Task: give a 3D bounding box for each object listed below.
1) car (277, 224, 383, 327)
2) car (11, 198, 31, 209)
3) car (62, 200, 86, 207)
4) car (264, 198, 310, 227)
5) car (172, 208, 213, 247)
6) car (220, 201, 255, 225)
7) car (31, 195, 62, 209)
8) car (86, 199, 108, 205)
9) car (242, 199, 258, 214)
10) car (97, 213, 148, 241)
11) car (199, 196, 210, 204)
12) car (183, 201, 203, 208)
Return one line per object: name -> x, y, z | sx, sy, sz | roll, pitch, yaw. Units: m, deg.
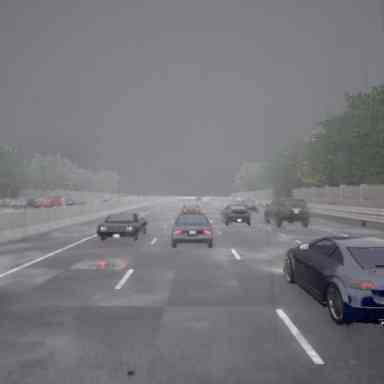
car -> 3.454, 1.654, 7.279 | 1.994, 1.385, 4.181 | 0, -1, 0
car -> -24.838, 1.628, 49.530 | 2.097, 1.767, 4.553 | 0, 0, 0
car -> -17.853, 1.905, 51.232 | 1.895, 1.301, 4.718 | 0, 0, 0
car -> 6.963, 1.466, 24.856 | 2.150, 2.045, 5.566 | 0, -1, 0
car -> 0.008, 1.702, 15.857 | 2.033, 1.411, 5.357 | 0, 0, 0
car -> 3.356, 1.752, 26.024 | 1.837, 1.490, 4.892 | 0, 0, 0
car -> -21.341, 1.514, 49.981 | 2.150, 2.045, 5.566 | 0, -1, 0
car -> -14.357, 1.793, 51.473 | 1.882, 1.535, 5.008 | 0, 0, 0
car -> 6.876, 1.696, 41.506 | 2.097, 1.767, 4.553 | 0, 0, 0
car -> -3.501, 1.759, 17.641 | 1.895, 1.301, 4.718 | 0, 0, 0
car -> 3.093, 1.995, 76.216 | 1.812, 1.442, 4.674 | 0, -1, 0
car -> -0.091, 1.892, 34.904 | 1.895, 1.301, 4.718 | 0, 0, 0
